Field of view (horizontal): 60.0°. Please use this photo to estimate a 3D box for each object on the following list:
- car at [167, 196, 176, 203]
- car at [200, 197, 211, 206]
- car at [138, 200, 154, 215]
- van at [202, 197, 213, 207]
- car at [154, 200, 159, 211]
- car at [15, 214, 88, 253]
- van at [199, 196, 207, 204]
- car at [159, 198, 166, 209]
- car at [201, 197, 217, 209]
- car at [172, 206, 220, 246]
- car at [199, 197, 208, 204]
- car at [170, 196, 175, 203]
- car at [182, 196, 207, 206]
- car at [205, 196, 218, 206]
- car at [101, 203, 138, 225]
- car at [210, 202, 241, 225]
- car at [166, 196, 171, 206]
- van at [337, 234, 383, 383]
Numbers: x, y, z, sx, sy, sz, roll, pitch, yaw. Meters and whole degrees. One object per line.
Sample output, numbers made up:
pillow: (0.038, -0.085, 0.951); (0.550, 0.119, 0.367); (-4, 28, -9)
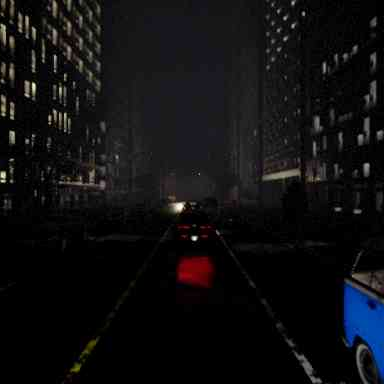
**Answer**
car: (-5.676, 1.971, 93.585); (2.192, 1.841, 5.009); (-1, 0, 0)
car: (2.699, 1.901, 65.164); (1.967, 1.590, 4.097); (-1, 0, 0)
car: (-5.688, 1.843, 36.747); (1.802, 1.307, 4.206); (-1, 0, 0)
van: (2.696, 1.762, 59.481); (1.690, 1.788, 3.998); (-1, 0, 0)
car: (-5.688, 1.742, 42.432); (1.967, 1.590, 4.097); (-1, 0, 0)
car: (-5.694, 1.652, 14.014); (2.008, 1.369, 4.403); (-1, 0, 0)
van: (2.701, 1.919, 82.215); (1.690, 1.788, 3.998); (-1, 0, 0)
car: (-5.684, 1.906, 53.629); (1.752, 1.417, 4.829); (-1, 0, 0)
car: (2.694, 1.696, 53.798); (2.192, 1.841, 5.009); (-1, 0, 0)
car: (0.104, 1.620, 15.876); (1.837, 1.490, 4.892); (0, 0, 0)
car: (2.701, 1.979, 76.531); (1.967, 1.590, 4.097); (-1, 0, 0)
car: (-5.678, 2.090, 76.533); (2.008, 1.369, 4.403); (-1, 0, 0)
car: (0.109, 1.592, 33.771); (2.097, 1.767, 4.553); (0, 0, 0)
car: (2.693, 1.656, 48.114); (2.192, 1.841, 5.009); (-1, 0, 0)
car: (-5.691, 1.732, 25.380); (2.008, 1.369, 4.403); (-1, 0, 0)
car: (2.689, 1.732, 25.378); (2.008, 1.369, 4.403); (-1, 0, 0)
car: (-5.681, 2.026, 65.165); (1.947, 1.339, 4.313); (-1, 0, 0)
van: (2.681, 1.361, 2.646); (1.690, 1.788, 3.998); (-1, 0, 0)
